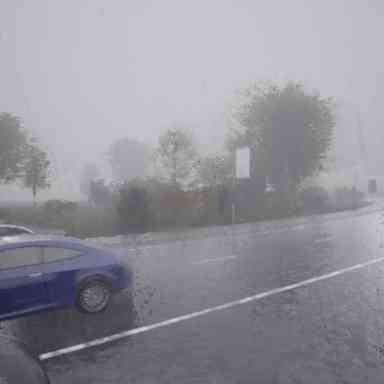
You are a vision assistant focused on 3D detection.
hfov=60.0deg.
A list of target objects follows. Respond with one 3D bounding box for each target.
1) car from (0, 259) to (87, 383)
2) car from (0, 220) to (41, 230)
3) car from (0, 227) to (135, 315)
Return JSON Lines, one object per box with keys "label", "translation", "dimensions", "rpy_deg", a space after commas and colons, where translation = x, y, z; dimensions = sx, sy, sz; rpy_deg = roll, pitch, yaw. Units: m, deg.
{"label": "car", "translation": [-3.245, 1.514, 1.551], "dimensions": [4.892, 1.490, 1.837], "rpy_deg": [0, 0, -35]}
{"label": "car", "translation": [-5.736, 1.517, 8.618], "dimensions": [4.902, 1.511, 2.128], "rpy_deg": [0, 0, -37]}
{"label": "car", "translation": [-3.333, 1.542, 6.036], "dimensions": [4.674, 1.442, 1.812], "rpy_deg": [0, 0, -37]}
